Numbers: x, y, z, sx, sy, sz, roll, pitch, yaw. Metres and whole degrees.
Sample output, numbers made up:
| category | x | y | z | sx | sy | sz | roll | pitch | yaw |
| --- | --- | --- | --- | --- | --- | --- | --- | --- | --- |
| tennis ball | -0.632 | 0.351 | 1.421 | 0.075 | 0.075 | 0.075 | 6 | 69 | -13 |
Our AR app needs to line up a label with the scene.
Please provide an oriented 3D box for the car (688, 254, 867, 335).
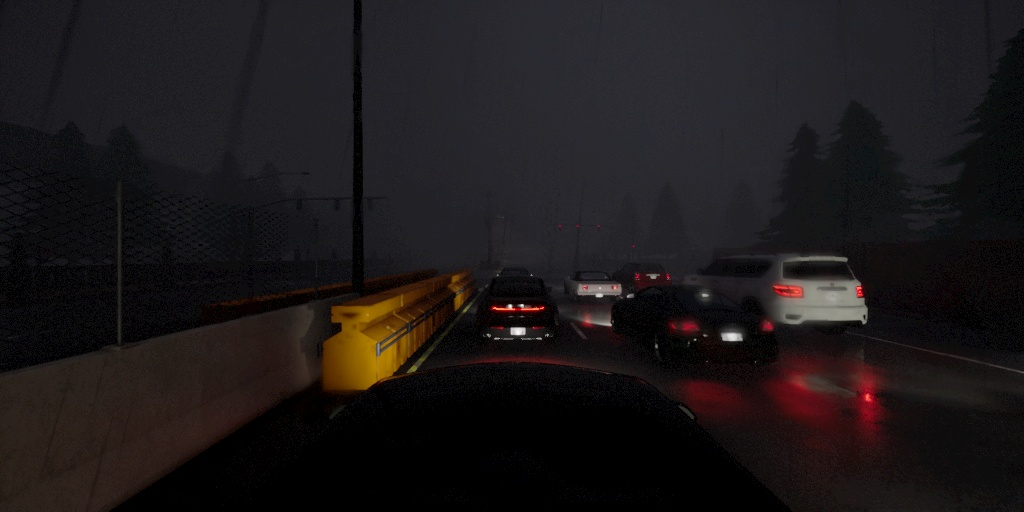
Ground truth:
| category | x | y | z | sx | sy | sz | roll | pitch | yaw |
| --- | --- | --- | --- | --- | --- | --- | --- | --- | --- |
| car | 7.124 | 0.970 | 10.641 | 2.150 | 2.045 | 5.566 | 0 | 0 | 0 |

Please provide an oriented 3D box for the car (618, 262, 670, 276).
| category | x | y | z | sx | sy | sz | roll | pitch | yaw |
| --- | --- | --- | --- | --- | --- | --- | --- | --- | --- |
| car | 7.147 | 1.098 | 20.227 | 2.097 | 1.767 | 4.553 | 0 | 0 | 0 |

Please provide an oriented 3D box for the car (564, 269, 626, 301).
| category | x | y | z | sx | sy | sz | roll | pitch | yaw |
| --- | --- | --- | --- | --- | --- | --- | --- | --- | --- |
| car | 3.639 | 1.348 | 17.123 | 1.895 | 1.301 | 4.718 | 0 | 0 | 0 |

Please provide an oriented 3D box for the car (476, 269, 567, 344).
| category | x | y | z | sx | sy | sz | roll | pitch | yaw |
| --- | --- | --- | --- | --- | --- | --- | --- | --- | --- |
| car | 0.120 | 1.253 | 9.570 | 1.837 | 1.490 | 4.892 | 0 | 0 | 0 |

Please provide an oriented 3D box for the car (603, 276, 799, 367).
| category | x | y | z | sx | sy | sz | roll | pitch | yaw |
| --- | --- | --- | --- | --- | --- | --- | --- | --- | --- |
| car | 3.624 | 1.313 | 7.941 | 1.994 | 1.385 | 4.181 | 0 | 0 | -1 |

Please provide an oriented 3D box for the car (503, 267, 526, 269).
| category | x | y | z | sx | sy | sz | roll | pitch | yaw |
| --- | --- | --- | --- | --- | --- | --- | --- | --- | --- |
| car | 0.141 | 1.294 | 19.088 | 2.033 | 1.411 | 5.357 | 0 | 0 | 0 |
